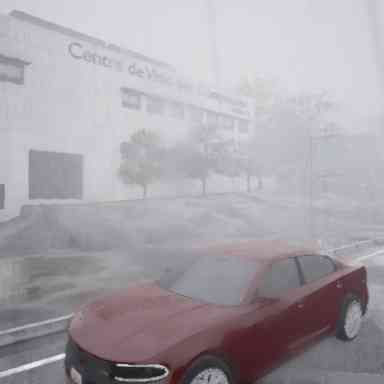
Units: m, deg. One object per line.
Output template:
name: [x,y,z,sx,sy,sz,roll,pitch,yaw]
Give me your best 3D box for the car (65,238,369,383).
car: [0.770,1.523,4.868,5.008,1.535,1.882,0,-1,-40]
